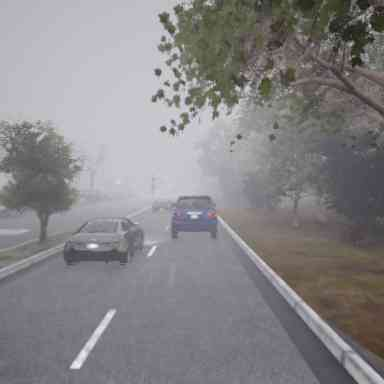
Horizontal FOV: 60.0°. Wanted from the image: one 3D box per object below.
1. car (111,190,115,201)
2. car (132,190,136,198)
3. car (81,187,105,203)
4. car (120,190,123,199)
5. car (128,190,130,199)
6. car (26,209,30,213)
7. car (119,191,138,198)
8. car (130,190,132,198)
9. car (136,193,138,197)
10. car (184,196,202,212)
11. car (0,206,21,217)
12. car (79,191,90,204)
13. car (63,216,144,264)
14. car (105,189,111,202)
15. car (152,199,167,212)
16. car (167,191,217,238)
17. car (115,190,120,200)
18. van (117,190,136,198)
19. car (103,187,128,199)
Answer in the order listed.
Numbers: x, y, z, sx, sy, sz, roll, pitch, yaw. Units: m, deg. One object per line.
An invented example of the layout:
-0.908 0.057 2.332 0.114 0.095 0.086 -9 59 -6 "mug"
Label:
-16.800 0.789 60.093 4.553 1.767 2.185 -1 0 -20 "car"
-16.751 0.540 78.103 5.566 2.045 2.435 -1 1 -20 "car"
-16.805 0.746 51.079 5.566 2.045 2.435 -1 1 -20 "car"
-16.785 0.899 66.088 4.792 1.488 2.163 -1 1 -20 "car"
-16.922 0.829 72.041 5.366 1.575 1.946 -1 1 -20 "car"
-16.796 1.272 30.094 5.008 1.535 2.097 -1 1 -20 "car"
-16.584 0.607 87.154 4.553 1.767 2.185 -1 1 -19 "car"
-16.732 0.850 75.109 4.674 1.452 2.002 -1 1 -20 "car"
-16.677 0.520 81.139 5.566 2.045 2.435 -1 0 -20 "car"
0.121 1.201 35.769 1.837 1.490 4.892 0 1 0 "car"
-16.809 1.353 27.095 4.674 1.452 2.002 -1 0 -20 "car"
-16.958 1.066 45.031 5.366 1.575 1.946 -1 1 -20 "car"
-2.892 1.535 11.703 1.994 1.385 4.181 0 0 0 "car"
-16.741 0.813 57.107 4.553 1.767 2.185 -1 1 -20 "car"
-2.887 1.321 34.109 1.895 1.301 4.718 0 1 0 "car"
0.110 1.151 17.347 2.150 2.045 5.566 0 0 0 "car"
-16.771 0.892 63.104 4.892 1.521 2.231 -1 0 -20 "car"
-16.560 0.525 84.176 4.442 1.987 1.878 -1 0 -19 "van"
-16.784 0.598 69.090 5.566 2.045 2.435 -1 1 -20 "car"
